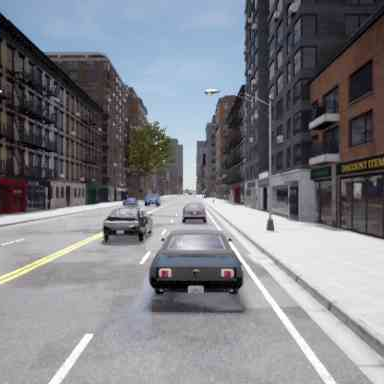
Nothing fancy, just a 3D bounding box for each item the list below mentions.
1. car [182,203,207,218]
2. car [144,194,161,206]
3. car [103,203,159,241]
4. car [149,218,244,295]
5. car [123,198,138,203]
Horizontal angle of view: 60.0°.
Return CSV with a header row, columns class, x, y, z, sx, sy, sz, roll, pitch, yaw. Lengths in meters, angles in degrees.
class,x,y,z,sx,sy,sz,roll,pitch,yaw
car,0.168,1.576,26.191,2.033,1.411,5.357,0,0,-1
car,-6.383,1.314,54.169,2.150,2.045,5.566,0,0,0
car,-3.106,1.507,16.733,2.128,1.511,4.902,0,0,0
car,0.118,1.608,8.690,1.895,1.301,4.718,0,0,1
car,-9.656,1.608,52.471,1.812,1.442,4.674,0,0,1
